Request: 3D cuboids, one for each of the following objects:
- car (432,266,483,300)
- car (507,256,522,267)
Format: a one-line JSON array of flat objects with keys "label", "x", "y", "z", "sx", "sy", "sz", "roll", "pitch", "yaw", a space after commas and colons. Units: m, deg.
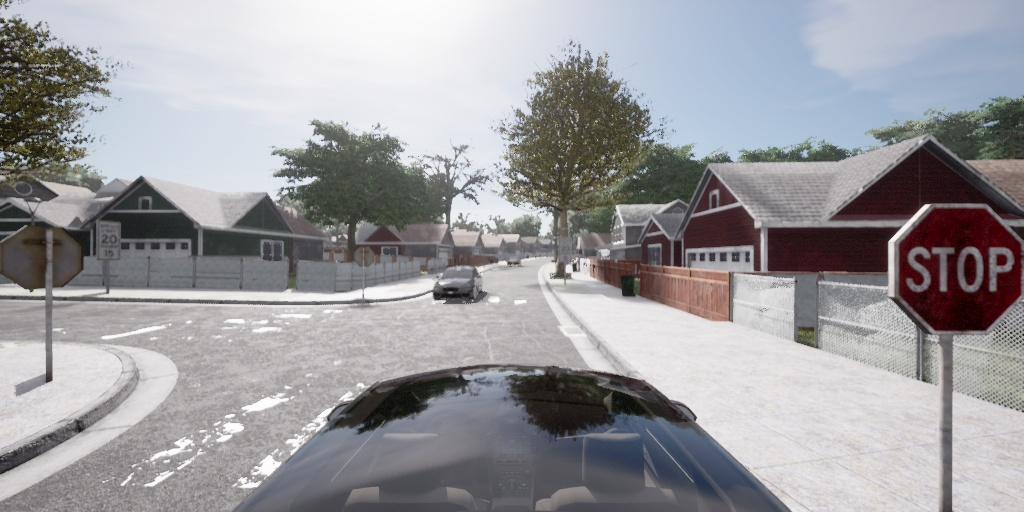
[{"label": "car", "x": -2.507, "y": 1.267, "z": 17.506, "sx": 1.837, "sy": 1.490, "sz": 4.892, "roll": 0, "pitch": 1, "yaw": 2}, {"label": "car", "x": 0.408, "y": 0.774, "z": 55.453, "sx": 1.882, "sy": 1.535, "sz": 5.008, "roll": 0, "pitch": 1, "yaw": 7}]
